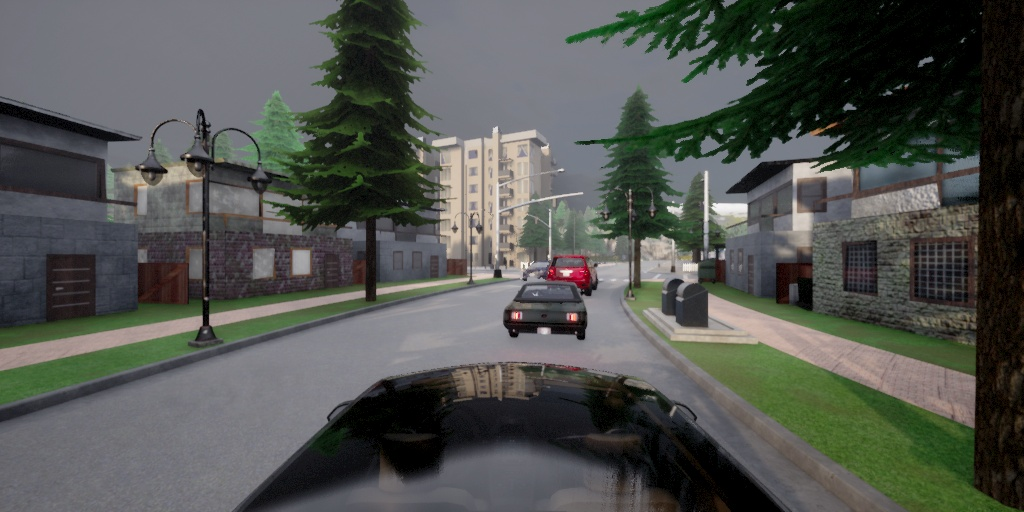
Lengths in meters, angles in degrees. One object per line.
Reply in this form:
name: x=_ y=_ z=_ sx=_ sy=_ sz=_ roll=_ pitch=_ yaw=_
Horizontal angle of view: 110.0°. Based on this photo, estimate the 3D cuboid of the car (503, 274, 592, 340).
car: x=1.076 y=1.349 z=10.025 sx=1.895 sy=1.301 sz=4.718 roll=0 pitch=0 yaw=9

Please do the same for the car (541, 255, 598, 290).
car: x=3.379 y=0.967 z=19.519 sx=2.150 sy=2.045 sz=5.566 roll=0 pitch=0 yaw=18

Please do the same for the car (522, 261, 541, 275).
car: x=2.340 y=1.074 z=27.132 sx=1.812 sy=1.442 sz=4.674 roll=0 pitch=0 yaw=24
